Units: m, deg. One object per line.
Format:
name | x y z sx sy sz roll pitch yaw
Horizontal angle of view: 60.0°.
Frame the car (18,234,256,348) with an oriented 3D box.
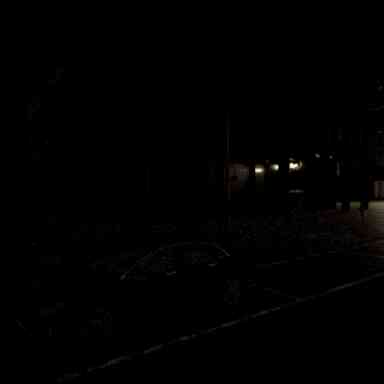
car | -0.743 1.515 6.137 4.403 1.369 2.008 -1 0 -36
